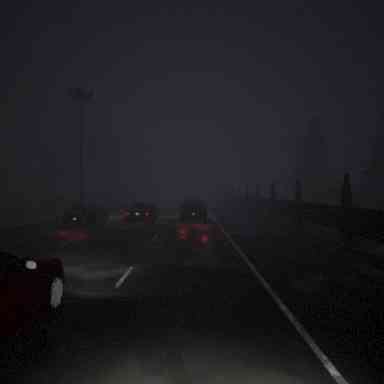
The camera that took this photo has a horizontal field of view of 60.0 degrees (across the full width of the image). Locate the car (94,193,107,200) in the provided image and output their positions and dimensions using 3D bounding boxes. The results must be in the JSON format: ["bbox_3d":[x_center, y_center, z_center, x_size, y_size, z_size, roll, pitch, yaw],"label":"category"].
[{"bbox_3d":[-21.239,1.016,77.335,1.882,1.535,5.008,0,0,-2],"label":"car"}]

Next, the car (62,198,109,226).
[{"bbox_3d":[-6.896,1.360,21.982,2.128,1.511,4.902,0,0,0],"label":"car"}]

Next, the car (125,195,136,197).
[{"bbox_3d":[-14.241,0.763,77.490,2.150,2.045,5.566,0,0,-2],"label":"car"}]

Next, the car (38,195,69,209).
[{"bbox_3d":[-17.577,1.223,42.573,1.882,1.535,5.008,0,0,0],"label":"car"}]

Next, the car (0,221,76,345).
[{"bbox_3d":[-3.399,1.450,4.458,1.882,1.535,5.008,0,0,0],"label":"car"}]

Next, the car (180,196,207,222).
[{"bbox_3d":[0.104,1.329,24.846,1.882,1.535,5.008,0,0,0],"label":"car"}]

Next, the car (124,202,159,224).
[{"bbox_3d":[-3.397,1.409,23.180,2.033,1.411,5.357,0,0,0],"label":"car"}]

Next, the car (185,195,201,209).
[{"bbox_3d":[0.106,1.231,41.356,1.882,1.535,5.008,0,1,0],"label":"car"}]

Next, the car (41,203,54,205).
[{"bbox_3d":[-14.087,1.354,35.118,1.994,1.385,4.181,0,0,0],"label":"car"}]
